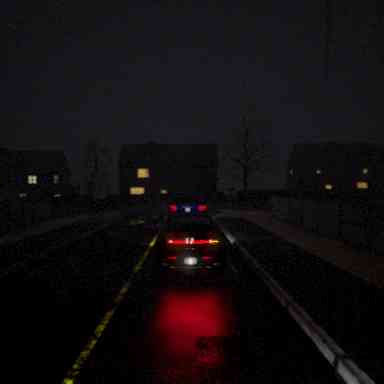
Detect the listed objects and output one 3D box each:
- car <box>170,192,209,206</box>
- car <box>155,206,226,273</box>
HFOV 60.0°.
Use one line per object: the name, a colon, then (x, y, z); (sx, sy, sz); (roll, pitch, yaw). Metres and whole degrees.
car: (-0.191, 0.985, 20.108); (2.150, 2.045, 5.566); (0, 1, 1)
car: (-0.074, 1.377, 10.211); (1.837, 1.490, 4.892); (0, 0, -1)
